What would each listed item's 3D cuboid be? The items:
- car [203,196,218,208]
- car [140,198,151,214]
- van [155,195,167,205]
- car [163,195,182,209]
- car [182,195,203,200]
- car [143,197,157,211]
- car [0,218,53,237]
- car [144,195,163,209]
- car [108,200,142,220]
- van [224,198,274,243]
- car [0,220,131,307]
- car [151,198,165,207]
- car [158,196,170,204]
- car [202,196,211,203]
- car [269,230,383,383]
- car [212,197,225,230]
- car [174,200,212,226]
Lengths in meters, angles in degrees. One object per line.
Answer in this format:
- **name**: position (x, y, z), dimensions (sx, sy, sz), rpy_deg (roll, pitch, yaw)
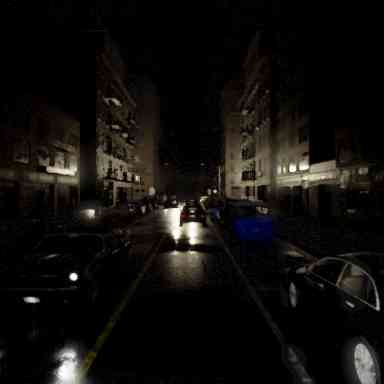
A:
- **car**: position (2.624, 1.452, 48.146), dimensions (1.967, 1.590, 4.097), rpy_deg (0, 0, 0)
- **car**: position (-5.422, 1.559, 31.920), dimensions (2.008, 1.369, 4.403), rpy_deg (0, 0, 0)
- **van**: position (-5.435, 1.356, 58.951), dimensions (1.690, 1.788, 3.998), rpy_deg (0, 0, 0)
- **car**: position (-2.873, 1.559, 45.755), dimensions (2.033, 1.411, 5.357), rpy_deg (0, 0, 0)
- **car**: position (0.056, 1.504, 43.580), dimensions (2.128, 1.511, 4.902), rpy_deg (0, 0, 0)
- **car**: position (-5.425, 1.575, 37.326), dimensions (1.947, 1.339, 4.313), rpy_deg (0, 0, 0)
- **car**: position (-5.412, 1.548, 10.295), dimensions (1.887, 1.381, 4.507), rpy_deg (0, 0, 0)
- **car**: position (-5.427, 1.326, 42.733), dimensions (2.192, 1.841, 5.009), rpy_deg (0, 0, 0)
- **car**: position (-5.419, 1.532, 26.345), dimensions (1.752, 1.417, 4.829), rpy_deg (0, 0, 0)
- **van**: position (2.677, 1.346, 15.709), dimensions (1.690, 1.788, 3.998), rpy_deg (0, 0, 0)
- **car**: position (-2.843, 1.603, 8.101), dimensions (1.895, 1.301, 4.718), rpy_deg (0, 0, 0)
- **car**: position (-5.432, 1.595, 53.545), dimensions (1.802, 1.307, 4.206), rpy_deg (0, 0, 0)
- **car**: position (-5.437, 1.567, 64.358), dimensions (2.008, 1.369, 4.403), rpy_deg (0, 0, 0)
- **car**: position (2.633, 1.536, 42.910), dimensions (1.752, 1.417, 4.829), rpy_deg (0, 0, 0)
- **car**: position (2.695, 1.553, 4.896), dimensions (2.008, 1.369, 4.403), rpy_deg (0, 0, 0)
- **car**: position (2.669, 1.321, 21.115), dimensions (2.192, 1.841, 5.009), rpy_deg (0, 0, 0)
- **car**: position (0.057, 1.554, 23.221), dimensions (2.033, 1.411, 5.357), rpy_deg (0, 0, 0)
